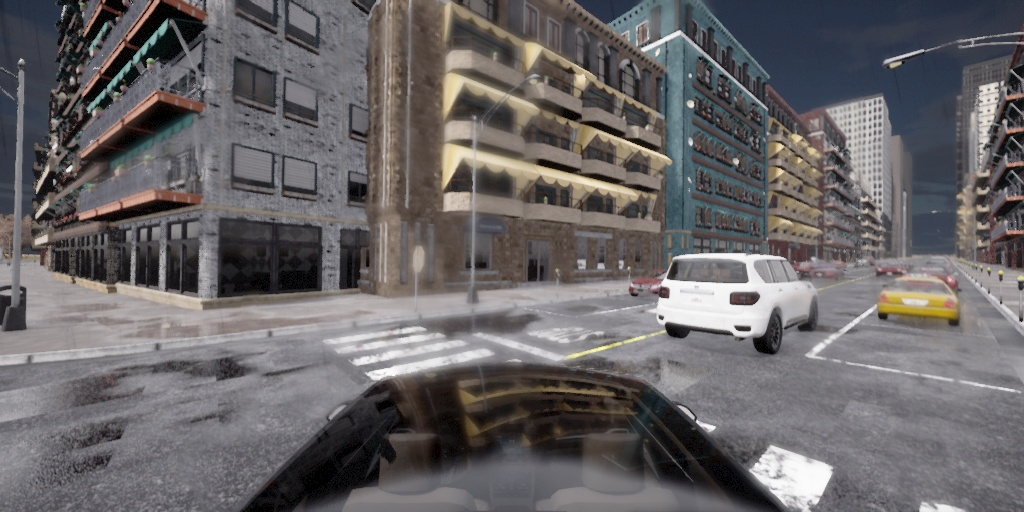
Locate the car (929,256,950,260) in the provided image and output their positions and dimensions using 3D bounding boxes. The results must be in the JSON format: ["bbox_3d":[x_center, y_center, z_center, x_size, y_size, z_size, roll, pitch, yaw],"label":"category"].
[{"bbox_3d":[47.022,1.144,39.623,4.097,1.591,1.967,0,0,-40],"label":"car"}]

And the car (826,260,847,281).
[{"bbox_3d":[25.854,1.302,29.568,4.181,1.385,1.994,0,0,-39],"label":"car"}]

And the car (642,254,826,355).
[{"bbox_3d":[5.820,0.969,9.012,5.566,2.045,2.150,0,0,-40],"label":"car"}]

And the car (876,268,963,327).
[{"bbox_3d":[13.009,1.265,11.467,4.829,1.417,1.751,0,0,-40],"label":"car"}]

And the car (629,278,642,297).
[{"bbox_3d":[7.493,1.338,17.780,4.207,1.307,1.802,0,0,-40],"label":"car"}]

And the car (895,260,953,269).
[{"bbox_3d":[21.414,1.174,18.424,4.097,1.591,1.967,0,0,-40],"label":"car"}]

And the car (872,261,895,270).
[{"bbox_3d":[35.725,1.323,33.655,4.718,1.301,1.895,0,0,-39],"label":"car"}]
